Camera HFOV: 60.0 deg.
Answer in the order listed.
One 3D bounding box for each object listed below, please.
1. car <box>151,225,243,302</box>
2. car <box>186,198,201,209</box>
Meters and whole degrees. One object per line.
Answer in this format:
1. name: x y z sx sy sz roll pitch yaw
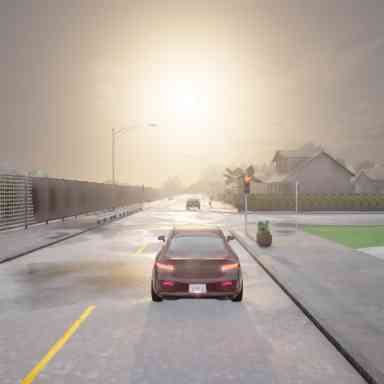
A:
1. car: 0.104 1.526 8.132 1.812 1.442 4.674 0 0 0
2. car: 0.163 1.505 44.140 1.837 1.490 4.892 0 0 0
